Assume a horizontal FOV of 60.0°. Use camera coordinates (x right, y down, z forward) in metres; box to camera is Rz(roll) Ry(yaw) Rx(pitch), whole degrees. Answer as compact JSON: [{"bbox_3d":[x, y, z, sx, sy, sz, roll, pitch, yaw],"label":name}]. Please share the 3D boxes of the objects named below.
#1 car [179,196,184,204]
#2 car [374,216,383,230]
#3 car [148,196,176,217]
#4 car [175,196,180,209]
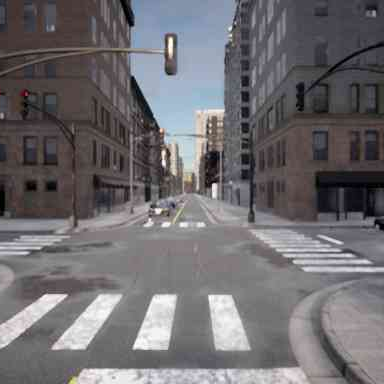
[{"bbox_3d":[-2.733,1.457,63.818,1.812,1.442,4.674,0,0,0],"label":"car"},{"bbox_3d":[12.375,1.527,18.276,4.313,1.339,1.947,0,0,0],"label":"car"},{"bbox_3d":[-2.842,1.440,30.399,2.128,1.511,4.902,0,0,0],"label":"car"},{"bbox_3d":[-2.829,1.537,42.169,1.895,1.301,4.718,0,0,0],"label":"car"}]
